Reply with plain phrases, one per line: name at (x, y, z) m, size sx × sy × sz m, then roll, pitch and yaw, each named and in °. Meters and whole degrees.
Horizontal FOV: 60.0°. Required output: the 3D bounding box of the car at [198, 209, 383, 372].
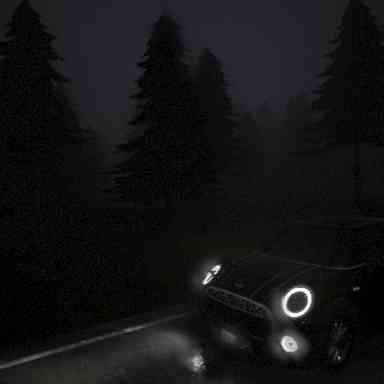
car at (2.296, 1.247, 5.635) m, size 4.553 × 1.767 × 2.097 m, roll -2°, pitch 1°, yaw -36°
